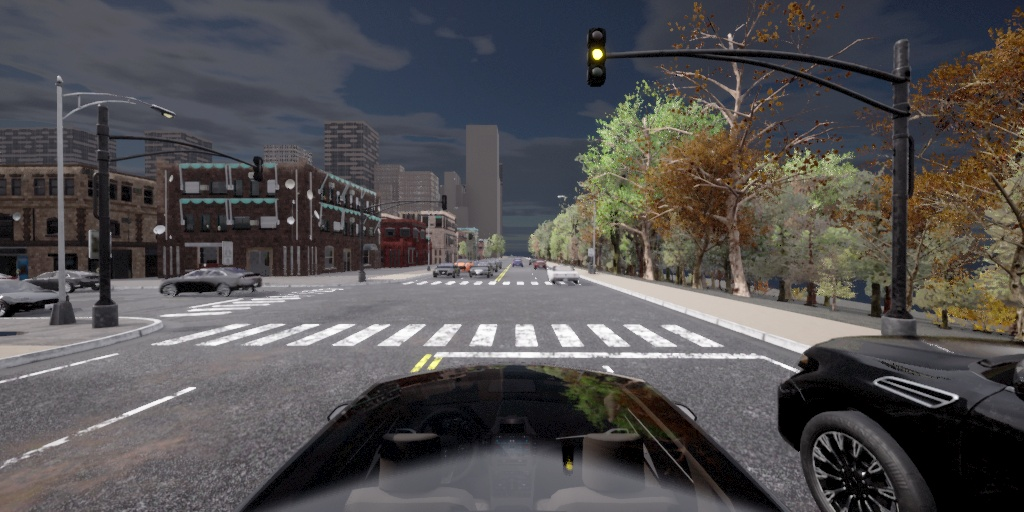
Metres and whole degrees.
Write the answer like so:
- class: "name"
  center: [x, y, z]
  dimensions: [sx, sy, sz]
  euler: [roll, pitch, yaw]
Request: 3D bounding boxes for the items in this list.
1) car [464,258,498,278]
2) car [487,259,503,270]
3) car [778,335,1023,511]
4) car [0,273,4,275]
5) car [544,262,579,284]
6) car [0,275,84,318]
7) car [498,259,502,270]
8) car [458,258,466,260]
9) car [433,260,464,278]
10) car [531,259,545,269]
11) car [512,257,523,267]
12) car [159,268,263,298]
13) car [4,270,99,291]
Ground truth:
- class: "car"
  center: [-2.821, 1.231, 33.779]
  dimensions: [2.128, 1.511, 4.902]
  euler: [0, 0, 3]
- class: "car"
  center: [-2.495, 1.221, 54.121]
  dimensions: [2.128, 1.511, 4.902]
  euler: [0, 0, 1]
- class: "car"
  center: [3.322, 0.972, 0.675]
  dimensions: [2.150, 2.045, 5.566]
  euler: [0, 0, 1]
- class: "car"
  center: [-33.494, 1.654, 22.458]
  dimensions: [4.207, 1.307, 1.802]
  euler: [0, 0, 1]
- class: "car"
  center: [3.751, 1.343, 26.959]
  dimensions: [1.895, 1.301, 4.718]
  euler: [0, 0, 1]
- class: "car"
  center: [-19.767, 1.565, 13.713]
  dimensions: [4.313, 1.339, 1.948]
  euler: [0, 0, 1]
- class: "car"
  center: [-2.660, 1.226, 44.065]
  dimensions: [2.128, 1.511, 4.902]
  euler: [0, 0, 1]
- class: "car"
  center: [-5.916, 1.087, 43.760]
  dimensions: [2.097, 1.767, 4.553]
  euler: [0, 0, 1]
- class: "car"
  center: [-6.082, 1.304, 33.764]
  dimensions: [1.994, 1.385, 4.181]
  euler: [0, 0, 1]
- class: "car"
  center: [4.209, 1.256, 54.231]
  dimensions: [1.812, 1.442, 4.674]
  euler: [0, 0, 1]
- class: "car"
  center: [0.999, 1.251, 63.801]
  dimensions: [1.812, 1.442, 4.674]
  euler: [0, 0, 1]
- class: "car"
  center: [-16.309, 1.394, 19.504]
  dimensions: [4.902, 1.511, 2.128]
  euler: [-1, 1, 2]
- class: "car"
  center: [-27.959, 1.559, 22.360]
  dimensions: [4.403, 1.370, 2.007]
  euler: [0, 0, 1]
